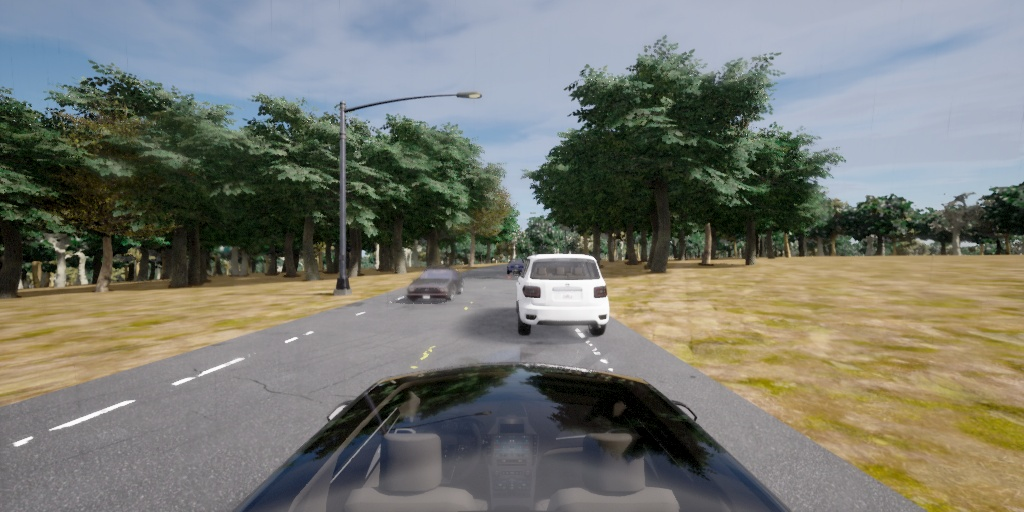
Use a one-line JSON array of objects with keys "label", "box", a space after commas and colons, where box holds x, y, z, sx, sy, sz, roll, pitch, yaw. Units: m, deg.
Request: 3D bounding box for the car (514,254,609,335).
[{"label": "car", "box": [1.230, 0.971, 10.610, 2.150, 2.045, 5.566, 0, 0, 0]}]

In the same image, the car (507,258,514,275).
[{"label": "car", "box": [0.640, 1.025, 39.122, 2.097, 1.767, 4.553, 0, 0, 4]}]

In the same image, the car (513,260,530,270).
[{"label": "car", "box": [1.406, 1.220, 49.275, 1.895, 1.301, 4.718, 0, 0, 7]}]

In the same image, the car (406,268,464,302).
[{"label": "car", "box": [-3.475, 1.287, 17.250, 2.033, 1.411, 5.357, 0, 0, 0]}]
